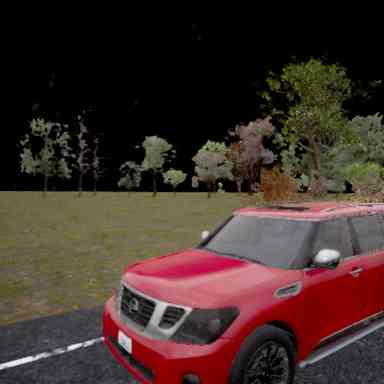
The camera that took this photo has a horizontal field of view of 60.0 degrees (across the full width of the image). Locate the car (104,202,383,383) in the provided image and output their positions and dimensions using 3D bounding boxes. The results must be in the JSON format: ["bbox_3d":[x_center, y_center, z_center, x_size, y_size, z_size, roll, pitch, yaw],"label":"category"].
[{"bbox_3d":[1.546,1.206,5.094,5.566,2.045,2.150,0,0,-35],"label":"car"}]
